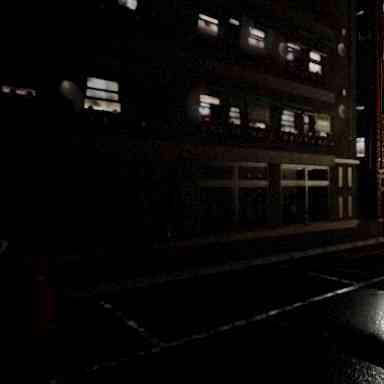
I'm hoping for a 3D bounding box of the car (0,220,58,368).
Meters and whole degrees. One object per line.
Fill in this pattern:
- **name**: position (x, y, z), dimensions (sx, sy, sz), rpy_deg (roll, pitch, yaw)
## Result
- **car**: position (-4.131, 1.318, 3.630), dimensions (5.009, 1.841, 2.192), rpy_deg (0, -1, -36)
